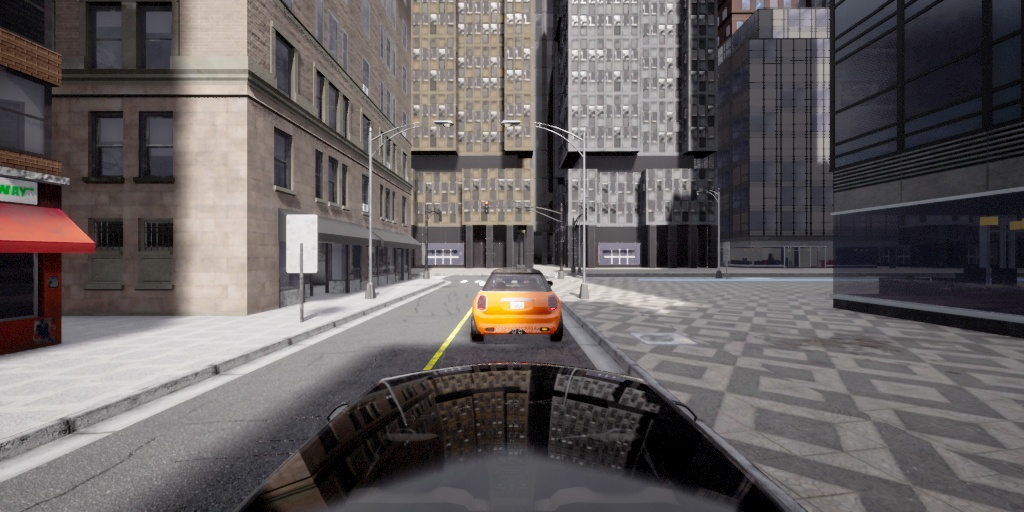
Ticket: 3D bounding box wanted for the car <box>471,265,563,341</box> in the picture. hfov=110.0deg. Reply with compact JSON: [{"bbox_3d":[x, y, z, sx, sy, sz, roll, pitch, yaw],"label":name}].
[{"bbox_3d":[0.106,1.102,10.003,2.097,1.767,4.553,0,0,0],"label":"car"}]
